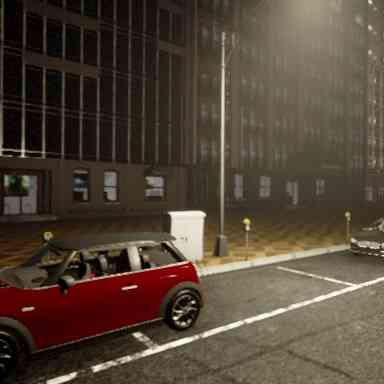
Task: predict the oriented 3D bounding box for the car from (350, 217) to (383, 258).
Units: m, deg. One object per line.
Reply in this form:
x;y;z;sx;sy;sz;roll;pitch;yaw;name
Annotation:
7.341;1.560;11.794;4.403;1.369;2.008;0;1;-36;car

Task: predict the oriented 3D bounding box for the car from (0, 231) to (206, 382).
-1.843;1.441;5.235;4.097;1.590;1.967;0;0;-36;car
